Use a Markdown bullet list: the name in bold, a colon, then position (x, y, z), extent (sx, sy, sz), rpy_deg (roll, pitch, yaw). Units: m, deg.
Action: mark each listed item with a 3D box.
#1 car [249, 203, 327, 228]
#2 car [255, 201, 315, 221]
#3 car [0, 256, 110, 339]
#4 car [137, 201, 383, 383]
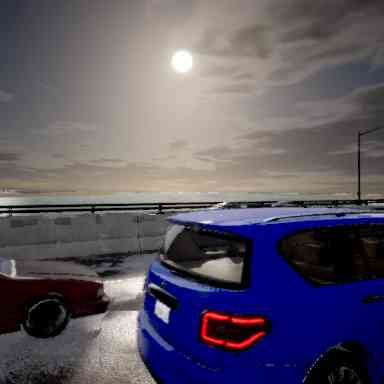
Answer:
- **car**: position (6.735, 1.550, 23.248), extent (5.357, 1.411, 2.033), rpy_deg (0, 0, -29)
- **car**: position (7.816, 1.508, 27.829), extent (4.892, 1.490, 1.837), rpy_deg (0, 0, -29)
- **car**: position (-4.085, 1.546, 5.033), extent (5.357, 1.411, 2.033), rpy_deg (0, 0, -29)
- **car**: position (2.057, 1.222, 4.444), extent (5.566, 2.045, 2.150), rpy_deg (0, 0, -29)
